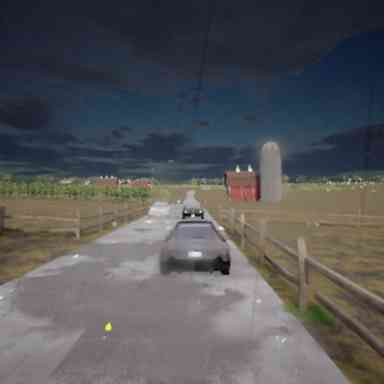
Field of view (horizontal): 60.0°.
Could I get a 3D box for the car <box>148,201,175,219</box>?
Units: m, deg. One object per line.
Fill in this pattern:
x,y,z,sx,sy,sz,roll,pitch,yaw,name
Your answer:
-2.847,1.650,30.312,1.812,1.442,4.674,0,0,0,car

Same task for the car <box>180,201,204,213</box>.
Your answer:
0.099,1.726,30.395,1.895,1.301,4.718,0,0,0,car

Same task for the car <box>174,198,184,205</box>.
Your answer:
-2.744,1.930,70.955,2.128,1.511,4.902,0,-1,0,car

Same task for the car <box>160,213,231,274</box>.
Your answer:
0.091,1.599,10.650,1.994,1.385,4.181,0,0,0,car
